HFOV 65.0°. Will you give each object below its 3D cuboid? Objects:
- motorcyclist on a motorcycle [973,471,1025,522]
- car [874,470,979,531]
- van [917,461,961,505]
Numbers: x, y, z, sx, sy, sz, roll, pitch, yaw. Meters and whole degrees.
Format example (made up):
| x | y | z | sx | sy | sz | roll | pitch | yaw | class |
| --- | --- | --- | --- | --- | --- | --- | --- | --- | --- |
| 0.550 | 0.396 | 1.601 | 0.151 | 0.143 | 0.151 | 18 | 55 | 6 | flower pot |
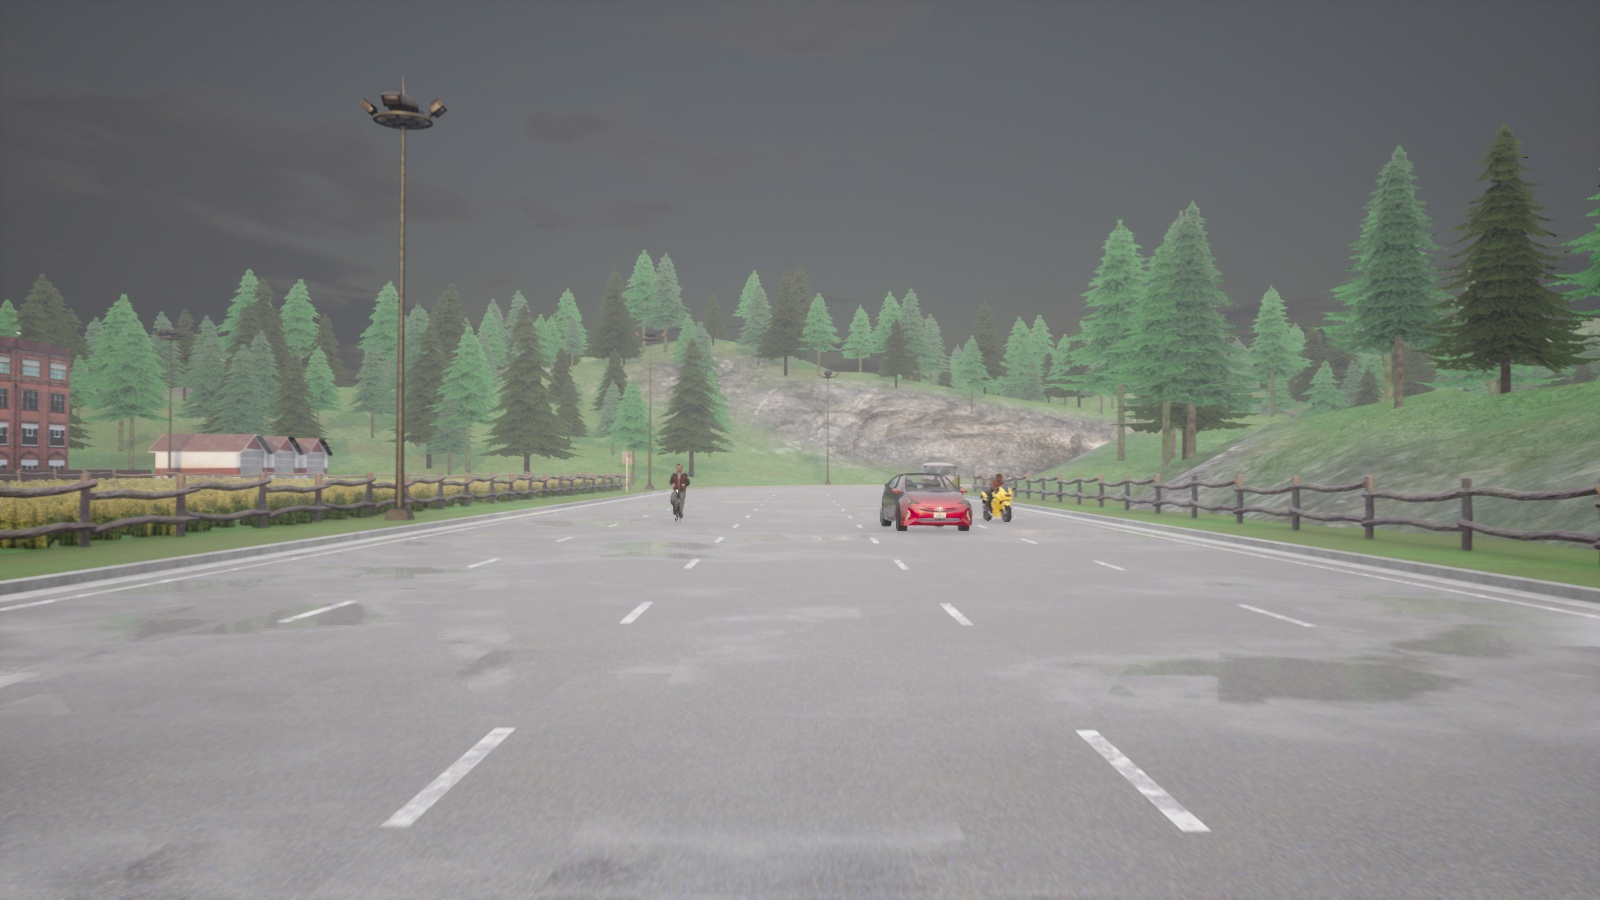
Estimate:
| x | y | z | sx | sy | sz | roll | pitch | yaw | class |
| --- | --- | --- | --- | --- | --- | --- | --- | --- | --- |
| 6.112 | 1.419 | 38.661 | 0.797 | 1.523 | 2.044 | 0 | -1 | -16 | motorcyclist on a motorcycle |
| 3.338 | 1.316 | 33.958 | 2.007 | 1.525 | 4.514 | 0 | -1 | -5 | car |
| 6.601 | 1.532 | 59.193 | 1.775 | 1.987 | 4.442 | 0 | -1 | 10 | van |
